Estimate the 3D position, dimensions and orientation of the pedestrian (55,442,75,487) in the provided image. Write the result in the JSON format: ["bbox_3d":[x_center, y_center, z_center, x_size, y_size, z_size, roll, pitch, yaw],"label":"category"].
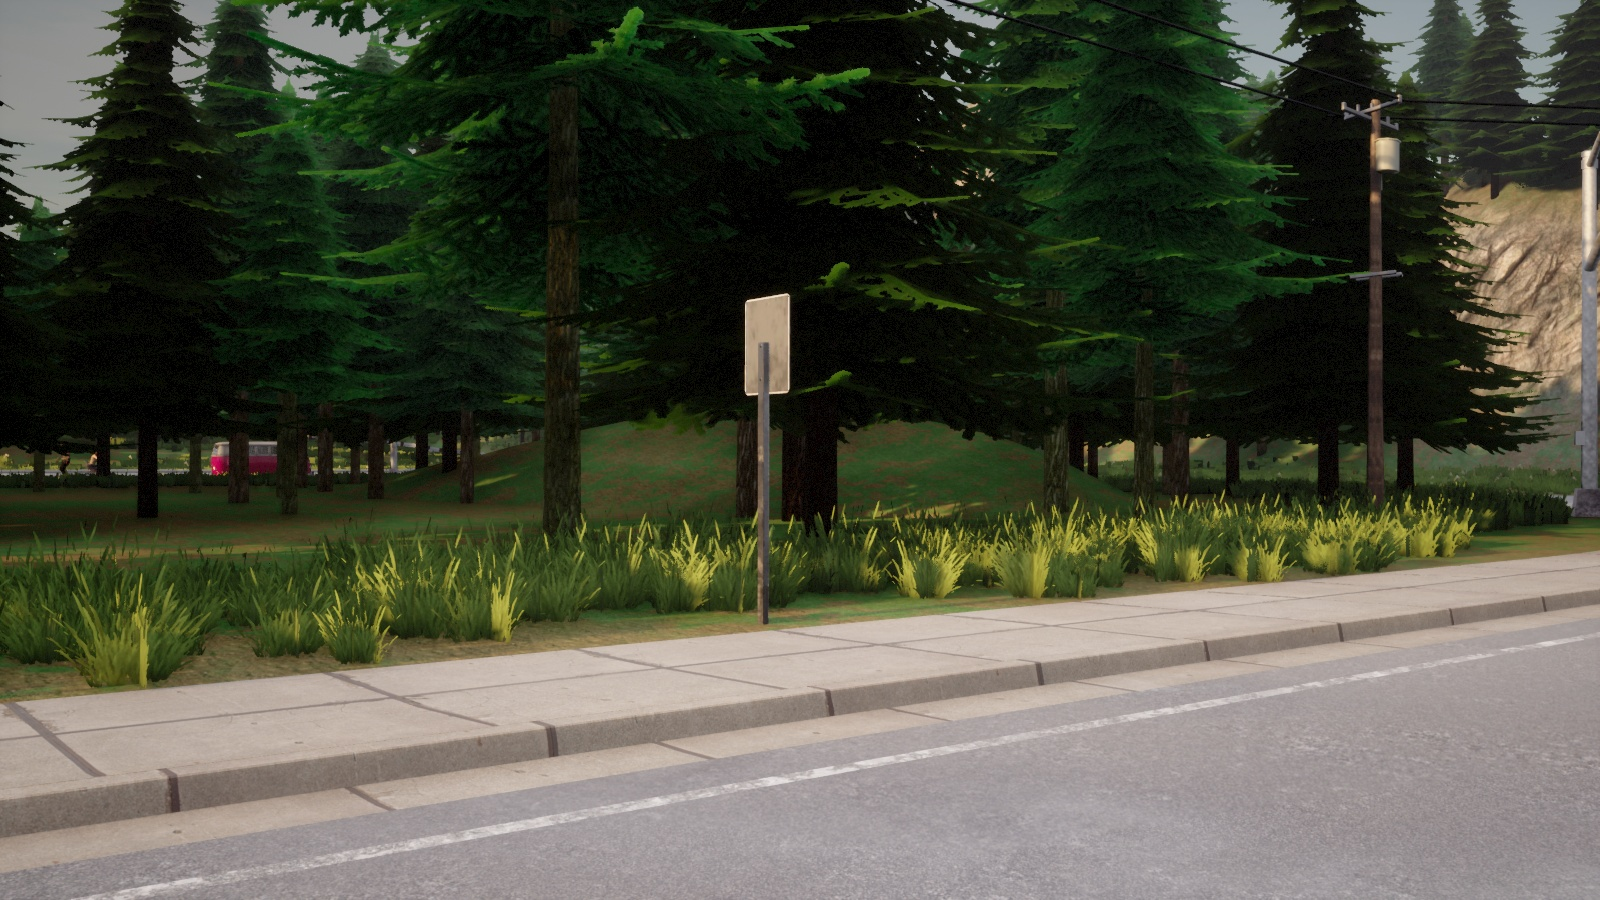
[{"bbox_3d":[-30.045,0.596,51.314,0.331,1.846,0.634,0,0,37],"label":"pedestrian"}]

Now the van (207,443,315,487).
[{"bbox_3d":[-25.500,0.697,59.442,4.442,1.987,1.775,0,0,-35],"label":"van"}]
